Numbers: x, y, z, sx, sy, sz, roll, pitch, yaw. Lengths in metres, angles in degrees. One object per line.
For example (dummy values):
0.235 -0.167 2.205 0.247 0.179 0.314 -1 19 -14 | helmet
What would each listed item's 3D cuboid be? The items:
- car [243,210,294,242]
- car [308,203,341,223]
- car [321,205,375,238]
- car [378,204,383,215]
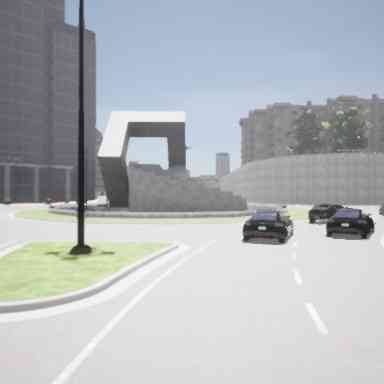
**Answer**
3.932 1.600 16.757 1.994 1.385 4.181 0 0 23 | car
10.474 1.570 25.205 1.837 1.490 4.892 0 0 44 | car
8.748 1.614 18.235 1.994 1.385 4.181 0 0 34 | car
19.807 1.661 32.873 1.994 1.385 4.181 0 0 22 | car
